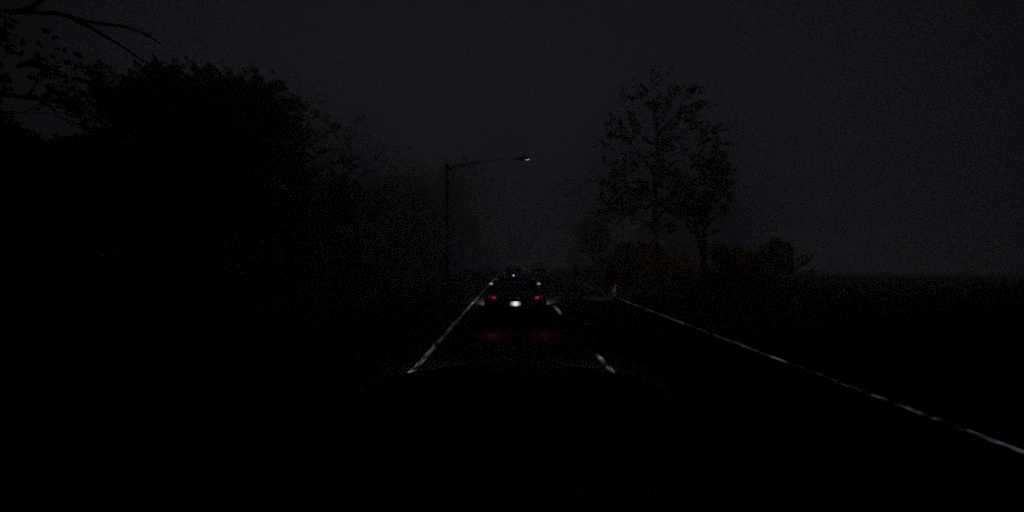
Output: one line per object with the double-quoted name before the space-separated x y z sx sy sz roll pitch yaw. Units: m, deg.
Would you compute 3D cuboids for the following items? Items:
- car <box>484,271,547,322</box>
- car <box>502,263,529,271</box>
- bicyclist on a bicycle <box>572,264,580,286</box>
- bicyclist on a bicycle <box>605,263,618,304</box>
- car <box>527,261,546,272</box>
"car" 0.106 1.385 12.582 1.994 1.385 4.181 0 0 0
"car" 0.118 1.501 30.166 1.994 1.385 4.181 0 0 0
"bicyclist on a bicycle" 4.483 1.359 25.108 0.582 1.620 1.656 0 -1 0
"bicyclist on a bicycle" 4.476 1.219 16.301 0.659 1.776 1.843 0 0 0
"car" 3.635 1.620 50.304 2.033 1.411 5.357 0 0 0
